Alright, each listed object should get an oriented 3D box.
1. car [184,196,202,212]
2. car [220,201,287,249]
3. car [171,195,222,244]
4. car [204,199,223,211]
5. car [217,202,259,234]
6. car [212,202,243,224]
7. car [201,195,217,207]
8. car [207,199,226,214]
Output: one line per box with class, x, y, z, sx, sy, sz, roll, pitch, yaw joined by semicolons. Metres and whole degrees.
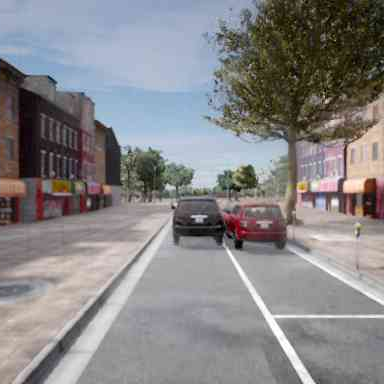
car;0.129;1.394;39.564;2.097;1.767;4.553;0;0;0
car;2.649;1.327;14.488;2.192;1.841;5.009;0;0;0
car;0.182;1.235;15.970;2.150;2.045;5.566;0;0;-2
car;2.668;1.600;42.214;2.008;1.369;4.403;0;0;0
car;2.653;1.457;20.034;1.967;1.590;4.097;0;0;0
car;2.657;1.566;25.579;1.887;1.381;4.507;0;0;0
car;2.676;1.390;53.306;2.192;1.841;5.009;0;0;0
car;2.664;1.562;36.840;1.752;1.417;4.829;0;0;0
